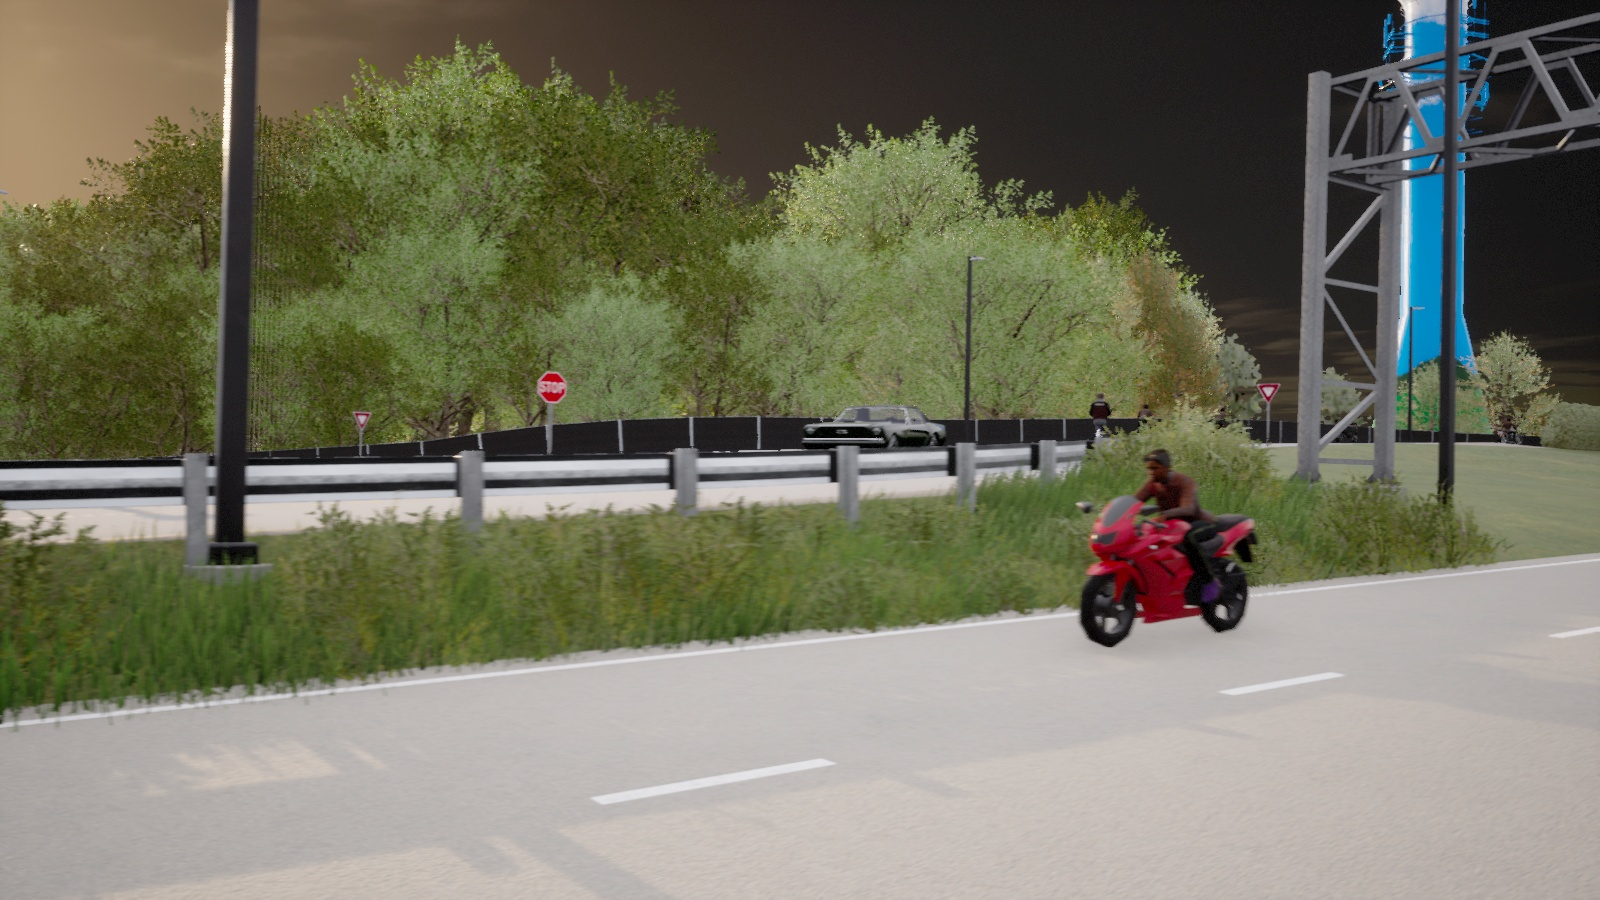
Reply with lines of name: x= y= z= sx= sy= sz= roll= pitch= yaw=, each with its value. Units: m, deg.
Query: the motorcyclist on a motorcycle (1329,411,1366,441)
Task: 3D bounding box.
motorcyclist on a motorcycle: x=27.633 y=-1.200 z=63.394 sx=2.044 sy=1.523 sz=0.797 roll=-1 pitch=1 yaw=-36

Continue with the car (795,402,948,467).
car: x=1.672 y=-0.351 z=27.537 sx=1.895 sy=1.301 sz=4.718 roll=0 pitch=1 yaw=23

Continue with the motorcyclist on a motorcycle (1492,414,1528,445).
motorcyclist on a motorcycle: x=40.515 y=-1.174 z=71.614 sx=2.350 sy=1.649 sz=0.766 roll=3 pitch=-2 yaw=-34

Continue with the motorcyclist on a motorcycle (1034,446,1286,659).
motorcyclist on a motorcycle: x=2.871 y=0.736 z=9.921 sx=2.044 sy=1.523 sz=0.797 roll=0 pitch=0 yaw=-35
